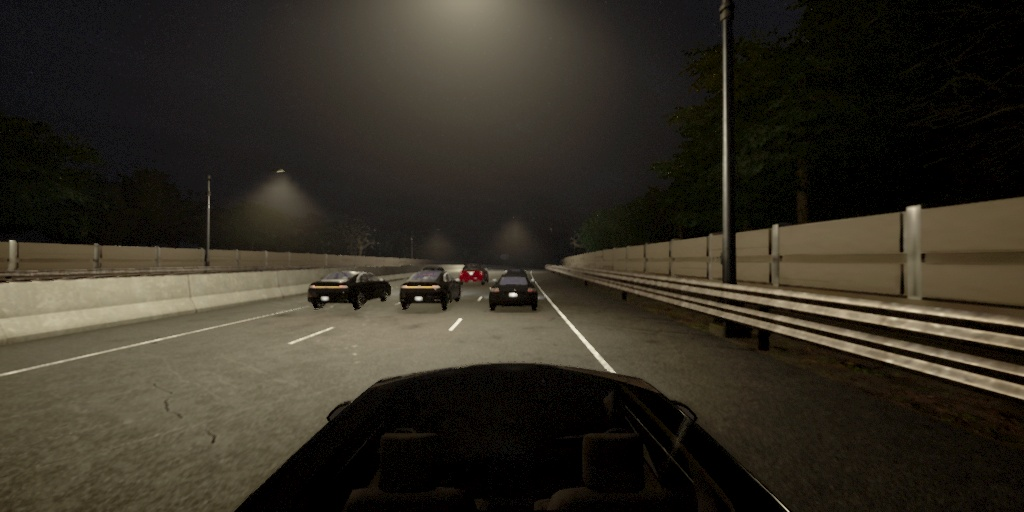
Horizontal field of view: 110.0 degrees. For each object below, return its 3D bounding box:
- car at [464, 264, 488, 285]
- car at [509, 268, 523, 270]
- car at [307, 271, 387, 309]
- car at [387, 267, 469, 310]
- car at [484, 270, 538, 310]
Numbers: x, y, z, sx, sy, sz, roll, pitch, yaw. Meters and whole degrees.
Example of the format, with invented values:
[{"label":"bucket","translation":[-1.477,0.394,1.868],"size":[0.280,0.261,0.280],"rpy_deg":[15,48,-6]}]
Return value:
[{"label":"car","translation":[-3.172,1.466,30.394],"size":[2.097,1.767,4.553],"rpy_deg":[0,-1,2]},{"label":"car","translation":[0.337,1.682,30.515],"size":[1.994,1.385,4.181],"rpy_deg":[0,-1,2]},{"label":"car","translation":[-6.924,1.401,15.770],"size":[2.128,1.511,4.902],"rpy_deg":[0,-1,1]},{"label":"car","translation":[-3.424,1.400,15.730],"size":[2.128,1.511,4.902],"rpy_deg":[0,-1,1]},{"label":"car","translation":[0.077,1.471,15.681],"size":[1.994,1.385,4.181],"rpy_deg":[0,-1,1]}]
